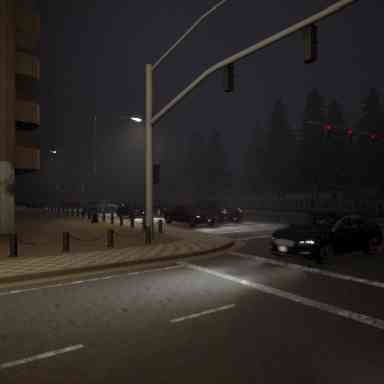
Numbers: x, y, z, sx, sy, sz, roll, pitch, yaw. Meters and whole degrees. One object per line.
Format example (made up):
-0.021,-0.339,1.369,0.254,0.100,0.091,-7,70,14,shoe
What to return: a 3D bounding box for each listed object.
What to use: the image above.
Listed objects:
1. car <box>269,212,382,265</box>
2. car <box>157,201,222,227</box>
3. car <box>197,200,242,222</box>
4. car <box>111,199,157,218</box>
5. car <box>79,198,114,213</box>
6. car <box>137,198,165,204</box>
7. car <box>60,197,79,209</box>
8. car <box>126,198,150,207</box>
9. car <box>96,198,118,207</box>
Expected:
4.796,1.494,11.703,4.902,1.511,2.128,0,0,-35,car
-0.286,1.581,23.533,1.812,1.442,4.674,0,0,-37,car
1.895,1.407,26.465,2.097,1.767,4.553,0,0,-36,car
-5.403,1.619,30.602,1.994,1.385,4.181,0,0,-36,car
-11.146,1.656,38.586,1.895,1.301,4.718,0,0,-36,car
-3.342,1.547,33.734,2.128,1.511,4.902,0,0,-36,car
-17.256,1.533,47.131,1.882,1.535,5.008,0,0,-35,car
-8.829,1.656,53.654,1.895,1.301,4.718,0,0,-36,car
-14.173,1.656,55.095,1.895,1.301,4.718,0,0,-36,car
